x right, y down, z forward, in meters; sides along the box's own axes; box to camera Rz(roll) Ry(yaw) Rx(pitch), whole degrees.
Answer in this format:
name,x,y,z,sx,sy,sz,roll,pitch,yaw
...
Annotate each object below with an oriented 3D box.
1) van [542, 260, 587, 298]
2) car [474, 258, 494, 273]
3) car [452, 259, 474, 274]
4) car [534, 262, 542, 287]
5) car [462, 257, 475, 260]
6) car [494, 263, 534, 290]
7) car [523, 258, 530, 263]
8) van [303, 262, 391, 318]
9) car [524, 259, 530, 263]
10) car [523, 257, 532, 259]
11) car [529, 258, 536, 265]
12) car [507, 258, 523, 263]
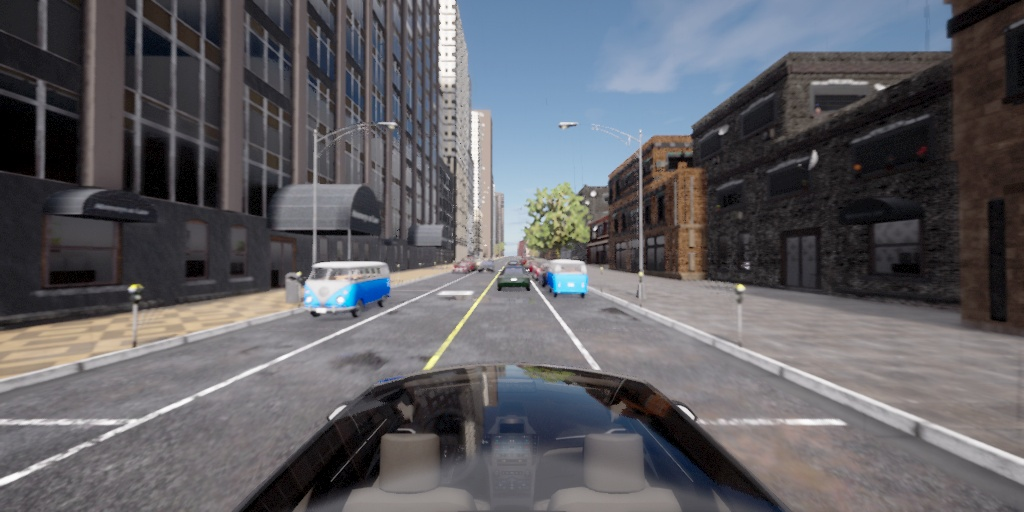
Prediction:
name,x,y,z,sx,sy,sz,roll,pitch,yaw
van,2.699,1.092,18.302,1.690,1.789,3.998,0,0,0
car,-2.996,1.290,42.848,2.033,1.411,5.357,0,0,0
car,-5.672,1.326,40.490,1.802,1.307,4.207,0,0,0
car,2.702,1.316,23.849,1.948,1.339,4.313,0,0,0
car,-5.669,1.055,46.036,2.192,1.841,5.009,0,0,0
car,0.109,1.315,22.506,1.994,1.385,4.181,0,0,0
car,2.711,1.321,46.034,1.802,1.307,4.207,0,0,0
van,-5.684,1.093,12.759,1.690,1.789,3.998,0,0,0
car,2.709,1.288,40.488,1.888,1.381,4.507,0,0,0
car,2.714,1.260,51.750,1.751,1.417,4.829,0,0,0
car,2.704,1.188,29.394,1.967,1.591,4.097,0,0,0
car,0.119,1.267,44.106,1.812,1.442,4.674,0,0,0
